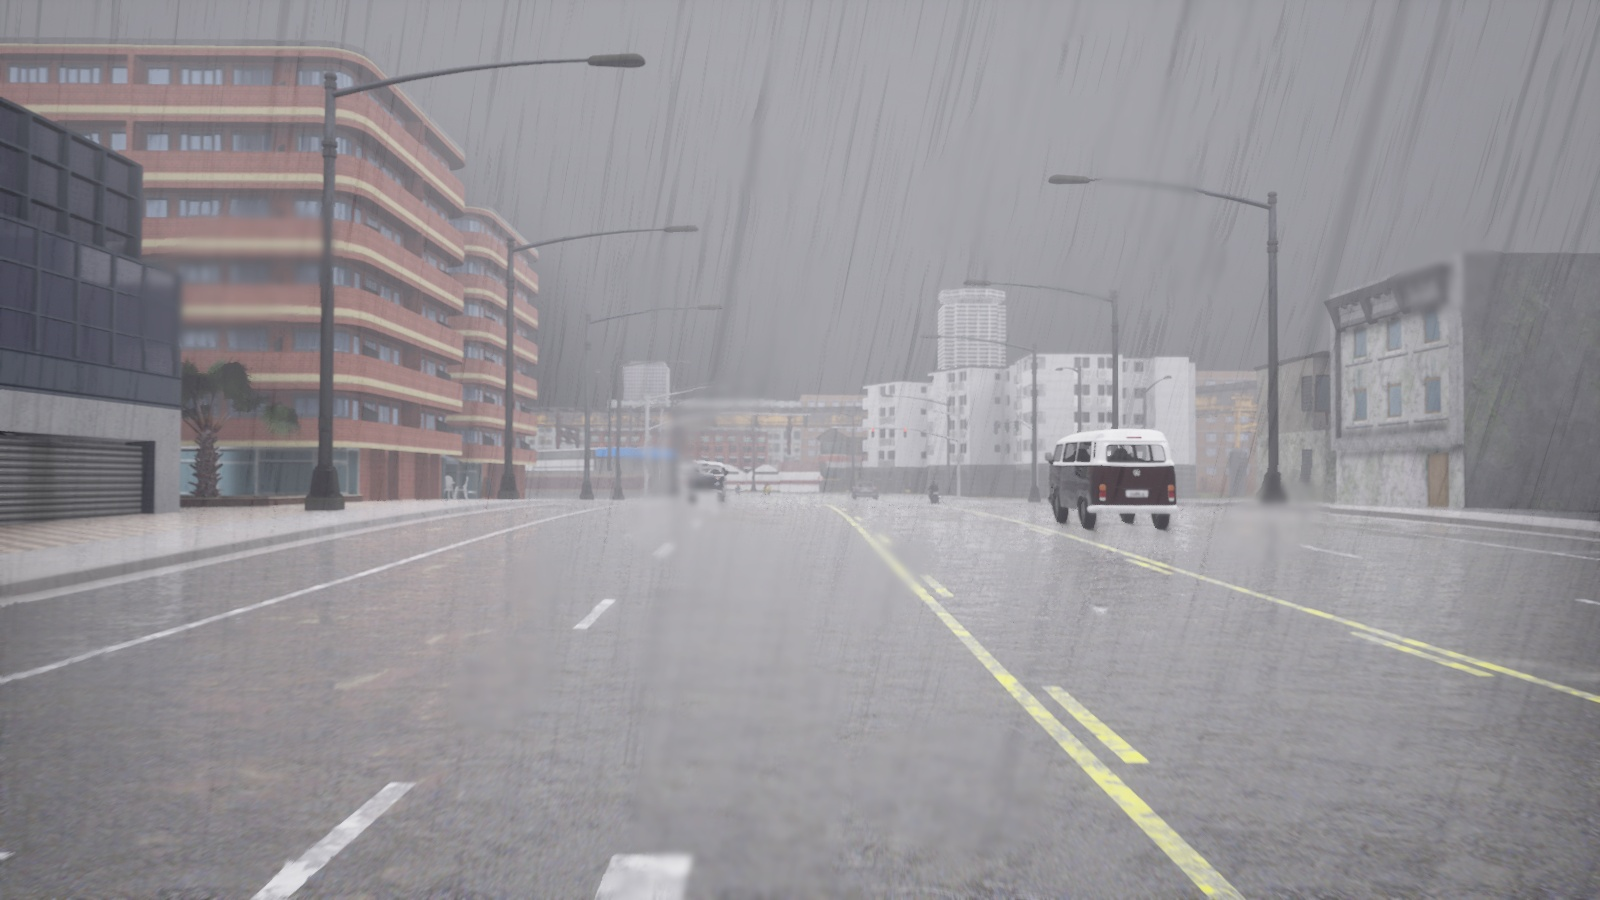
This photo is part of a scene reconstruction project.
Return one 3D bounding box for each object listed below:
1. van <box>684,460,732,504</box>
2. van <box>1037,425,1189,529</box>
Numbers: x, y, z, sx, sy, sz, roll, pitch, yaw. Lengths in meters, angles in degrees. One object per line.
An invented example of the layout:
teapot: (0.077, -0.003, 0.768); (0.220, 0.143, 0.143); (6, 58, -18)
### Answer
van: (-4.398, 1.585, 60.745); (2.069, 2.038, 4.480); (0, -2, -1)
van: (6.581, 0.541, 26.914); (2.069, 2.038, 4.480); (0, 0, -1)
